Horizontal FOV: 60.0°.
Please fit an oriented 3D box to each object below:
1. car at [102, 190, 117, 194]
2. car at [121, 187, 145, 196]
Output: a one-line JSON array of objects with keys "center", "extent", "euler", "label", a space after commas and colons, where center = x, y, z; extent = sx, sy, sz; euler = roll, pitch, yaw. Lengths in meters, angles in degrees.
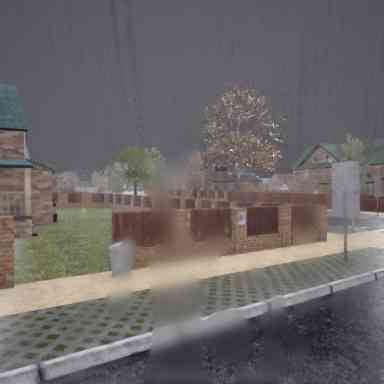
[{"center": [-15.269, 0.318, 60.955], "extent": [2.128, 1.511, 4.902], "euler": [-2, 2, -33], "label": "car"}, {"center": [-9.332, 0.244, 52.320], "extent": [2.150, 2.045, 5.566], "euler": [-2, 2, -34], "label": "car"}]
